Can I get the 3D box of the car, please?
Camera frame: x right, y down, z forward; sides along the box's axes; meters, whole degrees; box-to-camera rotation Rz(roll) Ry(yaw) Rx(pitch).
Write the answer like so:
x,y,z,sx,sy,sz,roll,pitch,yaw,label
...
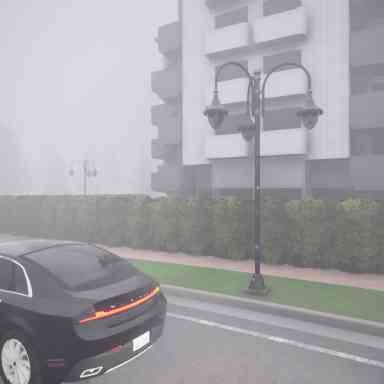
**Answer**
x,y,z,sx,sy,sz,roll,pitch,yaw,label
-2.681,1.505,5.149,4.892,1.490,1.837,0,0,31,car
